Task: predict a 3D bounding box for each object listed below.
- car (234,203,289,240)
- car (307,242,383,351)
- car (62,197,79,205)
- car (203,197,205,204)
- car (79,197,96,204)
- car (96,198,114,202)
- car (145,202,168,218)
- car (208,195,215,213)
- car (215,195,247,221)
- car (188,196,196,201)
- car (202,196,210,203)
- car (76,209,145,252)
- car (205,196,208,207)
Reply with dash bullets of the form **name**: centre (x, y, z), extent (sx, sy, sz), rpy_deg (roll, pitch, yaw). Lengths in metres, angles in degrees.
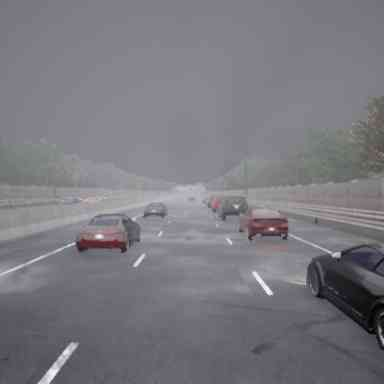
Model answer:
- **car**: centre (3.599, 1.534, 17.464), extent (1.882, 1.535, 5.008), rpy_deg (0, 0, 0)
- **car**: centre (3.599, 1.583, 5.921), extent (1.994, 1.385, 4.181), rpy_deg (0, 0, 0)
- **car**: centre (-21.040, 1.714, 58.237), extent (1.837, 1.490, 4.892), rpy_deg (0, 0, 1)
- **car**: centre (3.491, 1.680, 61.809), extent (1.801, 1.575, 5.366), rpy_deg (0, 0, 0)
- **car**: centre (-17.542, 1.687, 58.314), extent (1.882, 1.535, 5.008), rpy_deg (0, 0, 1)
- **car**: centre (-14.057, 1.762, 55.681), extent (1.994, 1.385, 4.181), rpy_deg (0, 0, 0)
- **car**: centre (-3.405, 1.670, 31.713), extent (1.994, 1.385, 4.181), rpy_deg (0, 0, 0)
- **car**: centre (3.494, 1.356, 39.647), extent (2.150, 2.045, 5.566), rpy_deg (0, 0, 0)
- **car**: centre (3.496, 1.316, 28.645), extent (2.150, 2.045, 5.566), rpy_deg (0, 0, 0)
- **car**: centre (-0.014, 1.838, 93.275), extent (1.882, 1.535, 5.008), rpy_deg (0, 0, 0)
- **car**: centre (3.487, 1.791, 83.814), extent (1.801, 1.575, 5.366), rpy_deg (0, 0, 0)
- **car**: centre (-3.402, 1.609, 14.207), extent (1.994, 1.385, 4.181), rpy_deg (0, 0, 0)
- **car**: centre (3.492, 1.399, 50.649), extent (2.150, 2.045, 5.566), rpy_deg (0, 0, 0)
